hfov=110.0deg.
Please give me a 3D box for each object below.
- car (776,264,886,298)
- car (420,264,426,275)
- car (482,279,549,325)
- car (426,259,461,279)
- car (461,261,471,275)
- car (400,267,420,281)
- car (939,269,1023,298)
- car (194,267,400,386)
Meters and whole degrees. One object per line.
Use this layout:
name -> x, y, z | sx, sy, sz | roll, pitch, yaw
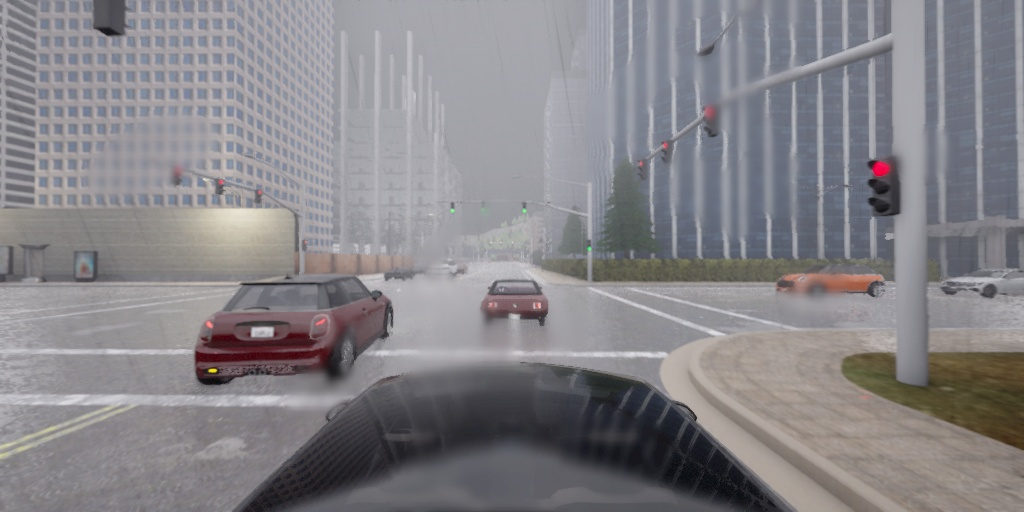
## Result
car -> 16.594, 1.220, 18.867 | 4.553, 1.767, 2.097 | 0, -1, 0
car -> -10.597, 1.722, 43.776 | 2.033, 1.411, 5.357 | 0, -1, 0
car -> 0.099, 1.429, 12.167 | 1.895, 1.301, 4.718 | 0, -1, 0
car -> -7.102, 1.336, 37.845 | 2.150, 2.045, 5.566 | 0, -1, 0
car -> -7.085, 1.693, 47.834 | 1.882, 1.535, 5.008 | 0, -1, 0
car -> -10.601, 1.679, 34.176 | 1.895, 1.301, 4.718 | 0, -1, 0
car -> 25.481, 1.394, 18.837 | 4.674, 1.442, 1.812 | 0, -1, 0
car -> -3.887, 1.135, 7.337 | 2.097, 1.767, 4.553 | 0, 0, -7
